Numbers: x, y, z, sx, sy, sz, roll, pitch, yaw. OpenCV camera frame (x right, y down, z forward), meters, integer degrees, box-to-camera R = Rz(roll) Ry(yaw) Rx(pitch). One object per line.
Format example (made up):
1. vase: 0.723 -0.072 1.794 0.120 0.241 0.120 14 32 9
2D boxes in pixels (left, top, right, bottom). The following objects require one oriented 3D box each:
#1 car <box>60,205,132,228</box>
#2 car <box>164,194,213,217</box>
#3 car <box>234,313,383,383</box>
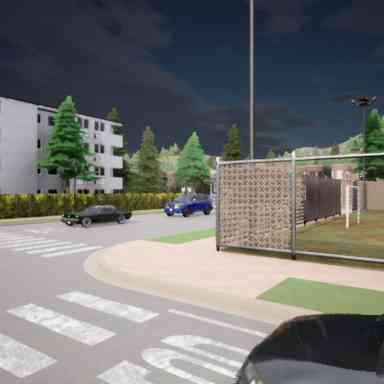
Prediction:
1. car: -6.340 1.580 22.355 1.895 1.301 4.718 0 0 35
2. car: -0.201 1.200 31.068 2.150 2.045 5.566 0 0 36
3. car: 2.356 1.564 2.293 4.181 1.385 1.994 0 0 36
